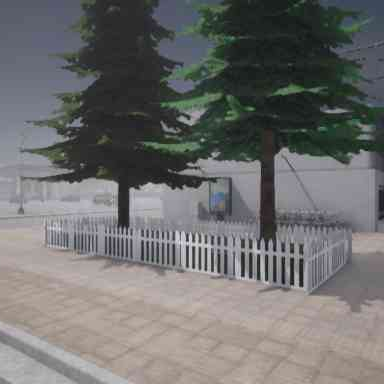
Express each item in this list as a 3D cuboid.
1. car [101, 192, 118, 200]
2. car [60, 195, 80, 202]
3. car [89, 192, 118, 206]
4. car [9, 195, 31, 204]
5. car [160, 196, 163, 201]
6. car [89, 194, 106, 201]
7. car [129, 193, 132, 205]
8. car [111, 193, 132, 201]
[{"bbox_3d":[-20.128,1.048,81.381,3.866,1.878,1.905,0,0,36],"label":"car"},{"bbox_3d":[-23.611,1.266,64.442,4.514,1.523,2.007,0,0,36],"label":"car"},{"bbox_3d":[-12.408,1.062,48.387,4.605,1.855,1.932,0,0,36],"label":"car"},{"bbox_3d":[-29.528,1.286,56.389,3.633,1.501,1.845,0,0,36],"label":"car"},{"bbox_3d":[-3.499,1.120,61.321,5.027,1.636,2.152,0,0,36],"label":"car"},{"bbox_3d":[-22.580,1.331,79.053,3.806,1.475,1.970,0,0,36],"label":"car"},{"bbox_3d":[-11.031,1.042,50.979,3.866,1.878,1.905,0,0,36],"label":"car"},{"bbox_3d":[-15.703,1.067,74.092,4.605,1.855,1.932,0,0,36],"label":"car"}]
